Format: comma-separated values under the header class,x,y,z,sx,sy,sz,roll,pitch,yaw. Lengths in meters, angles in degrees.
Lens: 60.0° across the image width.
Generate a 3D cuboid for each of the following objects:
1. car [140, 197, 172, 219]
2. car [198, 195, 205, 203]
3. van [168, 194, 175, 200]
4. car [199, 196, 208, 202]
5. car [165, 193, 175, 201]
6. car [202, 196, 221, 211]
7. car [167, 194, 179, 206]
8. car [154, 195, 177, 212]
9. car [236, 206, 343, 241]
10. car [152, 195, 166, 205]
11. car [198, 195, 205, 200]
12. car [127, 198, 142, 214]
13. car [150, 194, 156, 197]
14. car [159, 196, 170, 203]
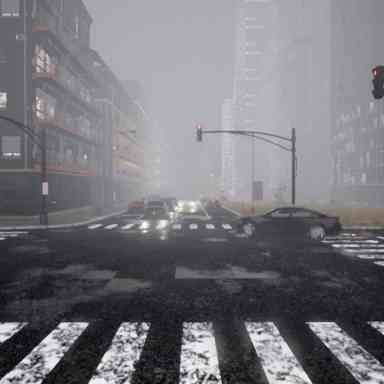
class,x,y,z,sx,sy,sz,roll,pitch,yaw
car,-3.107,1.499,29.382,1.837,1.490,4.892,0,0,0
car,2.629,1.547,63.715,2.008,1.369,4.403,-1,0,0
van,-5.729,1.344,91.900,1.690,1.788,3.998,-1,0,0
car,2.626,1.543,75.014,1.887,1.381,4.507,-1,0,0
car,-5.728,1.316,86.252,2.192,1.841,5.009,-1,0,0
car,2.635,1.538,41.120,1.887,1.381,4.507,-1,0,0
car,-3.098,1.519,51.623,1.812,1.442,4.674,0,0,0
car,-3.106,1.471,39.789,1.882,1.535,5.008,0,0,0
car,4.648,1.415,16.304,5.008,1.535,1.882,0,2,21
car,-5.718,1.435,58.007,1.967,1.590,4.097,-1,0,0
car,2.621,1.529,92.131,1.752,1.417,4.829,-1,0,0
car,-5.710,1.538,35.411,1.887,1.381,4.507,-1,0,0
car,-5.713,1.433,41.060,1.967,1.590,4.097,-1,0,0
car,-5.719,1.579,69.305,1.802,1.307,4.206,-1,0,0
